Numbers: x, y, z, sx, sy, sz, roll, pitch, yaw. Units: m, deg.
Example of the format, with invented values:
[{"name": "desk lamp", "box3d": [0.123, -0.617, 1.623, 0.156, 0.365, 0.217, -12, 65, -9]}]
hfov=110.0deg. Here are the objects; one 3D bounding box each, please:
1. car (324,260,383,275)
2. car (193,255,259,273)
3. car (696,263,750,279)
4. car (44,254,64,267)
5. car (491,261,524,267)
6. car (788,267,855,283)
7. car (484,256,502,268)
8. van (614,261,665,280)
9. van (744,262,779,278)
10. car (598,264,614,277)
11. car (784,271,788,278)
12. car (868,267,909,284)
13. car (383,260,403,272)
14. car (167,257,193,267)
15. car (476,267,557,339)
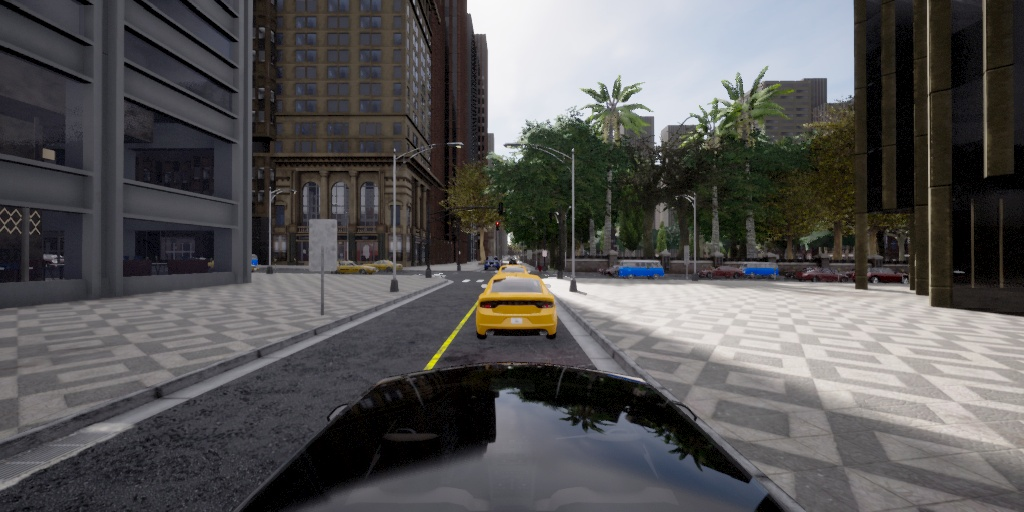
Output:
[{"name": "car", "box3d": [-14.974, 1.053, 33.333, 4.829, 1.417, 1.751, 0, 0, 0]}, {"name": "car", "box3d": [-26.314, 0.868, 33.404, 4.829, 1.417, 1.751, 0, 0, 0]}, {"name": "car", "box3d": [22.603, 1.709, 38.963, 4.674, 1.442, 1.812, 1, 0, 0]}, {"name": "car", "box3d": [-43.496, 0.509, 33.511, 4.097, 1.591, 1.967, 0, 0, 0]}, {"name": "car", "box3d": [0.043, 1.235, 20.177, 1.882, 1.535, 5.008, 0, 0, 0]}, {"name": "car", "box3d": [28.513, 1.830, 33.061, 4.207, 1.307, 1.802, 0, 0, 0]}, {"name": "car", "box3d": [-2.973, 1.036, 54.571, 2.150, 2.045, 5.566, 0, 0, 0]}, {"name": "van", "box3d": [11.943, 1.315, 33.165, 3.998, 1.789, 1.690, 0, 0, 0]}, {"name": "van", "box3d": [28.555, 1.637, 41.587, 3.998, 1.789, 1.690, 0, 0, 0]}, {"name": "car", "box3d": [12.607, 1.566, 39.026, 5.357, 1.411, 2.033, 1, 0, 0]}, {"name": "car", "box3d": [33.047, 1.903, 38.889, 5.357, 1.411, 2.033, 1, 0, 1]}, {"name": "car", "box3d": [34.037, 1.778, 33.027, 4.097, 1.591, 1.967, 0, 0, 0]}, {"name": "car", "box3d": [-15.270, 1.102, 41.860, 4.829, 1.417, 1.751, 0, 0, 0]}, {"name": "car", "box3d": [-37.780, 0.775, 42.001, 4.313, 1.339, 1.948, 0, 0, 0]}, {"name": "car", "box3d": [0.112, 1.230, 10.116, 1.882, 1.535, 5.008, 0, 0, 0]}]
